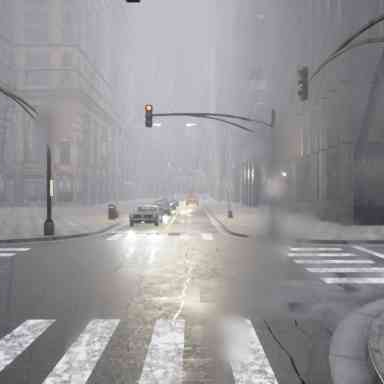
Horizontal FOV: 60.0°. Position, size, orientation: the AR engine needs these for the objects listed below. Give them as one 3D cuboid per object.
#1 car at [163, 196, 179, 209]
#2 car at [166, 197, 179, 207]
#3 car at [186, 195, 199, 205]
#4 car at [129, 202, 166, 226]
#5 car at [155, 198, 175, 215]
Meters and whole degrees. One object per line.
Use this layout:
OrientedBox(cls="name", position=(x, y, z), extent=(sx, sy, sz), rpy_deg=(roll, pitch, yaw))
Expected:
OrientedBox(cls="car", position=(-3.111, 1.355, 43.171), extent=(2.097, 1.767, 4.553), rpy_deg=(0, 0, 0))
OrientedBox(cls="car", position=(-3.071, 1.532, 53.213), extent=(1.812, 1.442, 4.674), rpy_deg=(0, 0, 0))
OrientedBox(cls="car", position=(0.078, 1.360, 58.932), extent=(2.097, 1.767, 4.553), rpy_deg=(0, 0, 0))
OrientedBox(cls="car", position=(-3.108, 1.601, 23.227), extent=(1.895, 1.301, 4.718), rpy_deg=(0, 0, 0))
OrientedBox(cls="car", position=(-3.105, 1.565, 33.170), extent=(1.994, 1.385, 4.181), rpy_deg=(0, 0, 0))
